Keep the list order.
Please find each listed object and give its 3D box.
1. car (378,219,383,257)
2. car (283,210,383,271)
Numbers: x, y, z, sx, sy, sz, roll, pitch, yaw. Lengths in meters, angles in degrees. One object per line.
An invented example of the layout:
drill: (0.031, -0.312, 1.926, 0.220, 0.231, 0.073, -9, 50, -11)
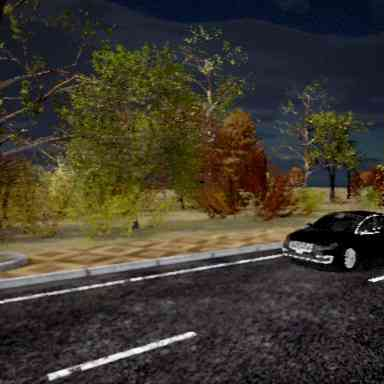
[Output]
car: (6.785, 1.405, 7.764, 4.902, 1.511, 2.128, 0, 1, -33)
car: (4.971, 1.373, 10.462, 4.892, 1.490, 1.837, 0, 1, -33)
